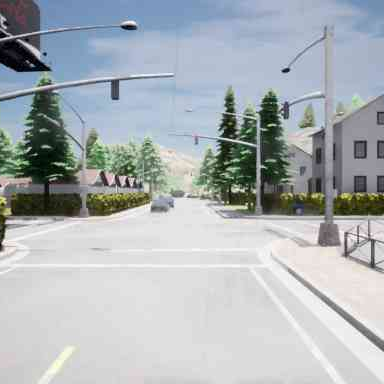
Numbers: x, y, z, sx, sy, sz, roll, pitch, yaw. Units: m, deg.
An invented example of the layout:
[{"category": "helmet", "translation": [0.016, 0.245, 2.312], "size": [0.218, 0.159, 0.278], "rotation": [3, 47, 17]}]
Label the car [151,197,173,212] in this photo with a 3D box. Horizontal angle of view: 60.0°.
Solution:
[{"category": "car", "translation": [-3.623, 1.547, 38.459], "size": [2.033, 1.411, 5.357], "rotation": [0, 0, 0]}]

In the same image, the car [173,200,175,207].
[{"category": "car", "translation": [-3.611, 1.477, 48.742], "size": [1.882, 1.535, 5.008], "rotation": [0, 0, 0]}]
